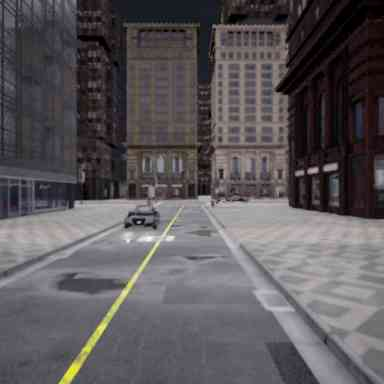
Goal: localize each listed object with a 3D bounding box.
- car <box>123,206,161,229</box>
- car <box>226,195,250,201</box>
[{"bbox_3d":[-3.096,1.580,21.364,1.994,1.385,4.181,0,0,0],"label":"car"},{"bbox_3d":[8.834,1.383,63.937,4.674,1.442,1.812,0,0,0],"label":"car"}]
